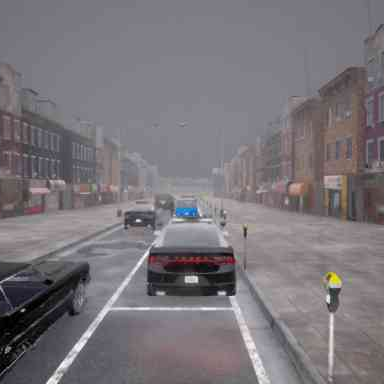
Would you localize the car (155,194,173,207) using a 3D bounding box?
[{"bbox_3d":[-2.927,1.208,35.845,2.150,2.045,5.566,0,0,0],"label":"car"}]

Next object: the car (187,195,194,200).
[{"bbox_3d":[-0.394,1.541,91.932,1.947,1.339,4.313,-1,0,0],"label":"car"}]

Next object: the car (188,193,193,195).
[{"bbox_3d":[-0.402,1.302,36.607,2.192,1.841,5.009,-1,0,0],"label":"car"}]

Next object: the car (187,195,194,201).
[{"bbox_3d":[-0.394,1.542,86.399,1.947,1.339,4.313,-1,0,0],"label":"car"}]

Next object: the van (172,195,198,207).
[{"bbox_3d":[-0.402,1.332,25.542,1.690,1.788,3.998,-1,0,0],"label":"van"}]

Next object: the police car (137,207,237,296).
[{"bbox_3d":[-0.011,1.421,8.762,1.930,1.638,5.238,0,0,0],"label":"police car"}]

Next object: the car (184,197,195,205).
[{"bbox_3d":[-0.395,1.562,58.737,1.802,1.307,4.206,-1,0,0],"label":"car"}]

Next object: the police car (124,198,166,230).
[{"bbox_3d":[-3.018,1.416,21.318,1.930,1.638,5.238,0,0,0],"label":"police car"}]

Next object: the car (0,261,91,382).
[{"bbox_3d":[-2.923,1.599,4.517,1.895,1.301,4.718,0,0,0],"label":"car"}]
